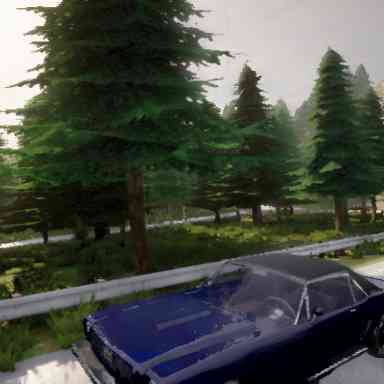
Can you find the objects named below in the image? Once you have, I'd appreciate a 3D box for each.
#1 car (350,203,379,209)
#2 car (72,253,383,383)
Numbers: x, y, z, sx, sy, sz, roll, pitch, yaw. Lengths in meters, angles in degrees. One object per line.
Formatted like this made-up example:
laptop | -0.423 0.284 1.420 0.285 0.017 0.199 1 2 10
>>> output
car | 24.542 2.341 47.391 1.837 1.490 4.892 -4 -2 -7
car | 0.996 1.603 4.412 4.718 1.301 1.895 0 0 -36
